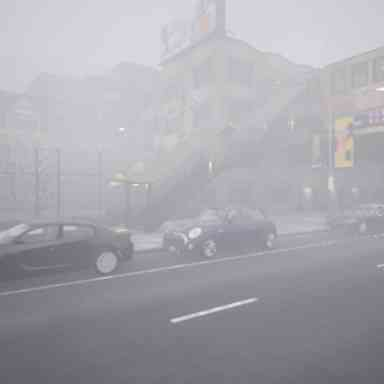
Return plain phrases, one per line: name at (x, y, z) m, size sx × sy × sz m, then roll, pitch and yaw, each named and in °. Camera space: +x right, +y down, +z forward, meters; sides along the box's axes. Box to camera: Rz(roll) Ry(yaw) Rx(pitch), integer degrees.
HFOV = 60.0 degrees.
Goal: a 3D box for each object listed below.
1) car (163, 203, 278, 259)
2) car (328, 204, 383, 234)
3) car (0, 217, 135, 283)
car at (1.155, 1.348, 12.728) m, size 4.553 × 1.767 × 2.185 m, roll 0°, pitch 0°, yaw -36°
car at (9.946, 1.466, 18.959) m, size 4.892 × 1.521 × 2.231 m, roll 0°, pitch 0°, yaw -26°
car at (-3.994, 1.478, 8.882) m, size 5.008 × 1.535 × 2.097 m, roll 0°, pitch 0°, yaw -36°
